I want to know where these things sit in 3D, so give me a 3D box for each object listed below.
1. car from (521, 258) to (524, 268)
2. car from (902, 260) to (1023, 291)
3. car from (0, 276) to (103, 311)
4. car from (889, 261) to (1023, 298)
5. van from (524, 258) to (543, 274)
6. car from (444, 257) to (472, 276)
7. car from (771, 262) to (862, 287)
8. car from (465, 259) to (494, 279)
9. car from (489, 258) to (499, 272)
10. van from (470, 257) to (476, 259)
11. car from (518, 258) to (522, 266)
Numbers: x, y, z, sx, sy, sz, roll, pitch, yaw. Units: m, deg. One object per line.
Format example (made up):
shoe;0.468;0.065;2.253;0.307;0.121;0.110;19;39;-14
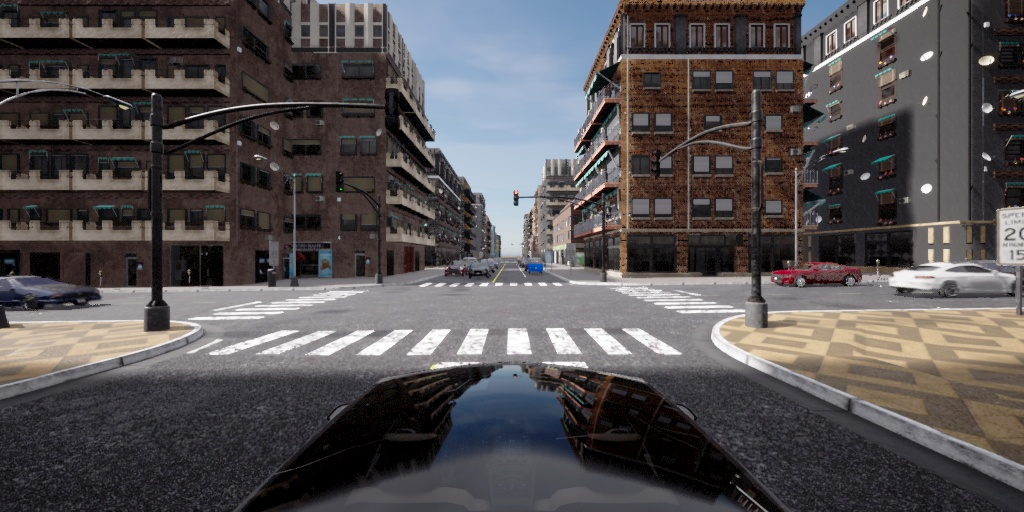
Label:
car;2.552;1.283;47.065;1.888;1.381;4.507;0;0;0
car;23.759;0.951;18.365;5.357;1.411;2.033;-1;0;0
car;-21.151;1.566;15.391;5.357;1.411;2.033;-1;0;0
car;19.143;0.994;15.503;4.674;1.442;1.812;-1;0;0
van;2.602;1.081;40.861;1.690;1.789;3.998;0;0;0
car;-5.525;1.182;35.882;1.967;1.591;4.097;0;0;0
car;17.555;1.033;20.814;4.507;1.381;1.888;0;0;0
car;-2.921;1.248;33.172;1.837;1.490;4.892;0;0;0
car;-2.951;1.287;43.073;2.033;1.411;5.357;0;0;-1
van;-5.517;1.079;47.046;1.690;1.789;3.998;0;0;0
car;2.434;1.300;58.227;1.948;1.339;4.313;0;0;0
